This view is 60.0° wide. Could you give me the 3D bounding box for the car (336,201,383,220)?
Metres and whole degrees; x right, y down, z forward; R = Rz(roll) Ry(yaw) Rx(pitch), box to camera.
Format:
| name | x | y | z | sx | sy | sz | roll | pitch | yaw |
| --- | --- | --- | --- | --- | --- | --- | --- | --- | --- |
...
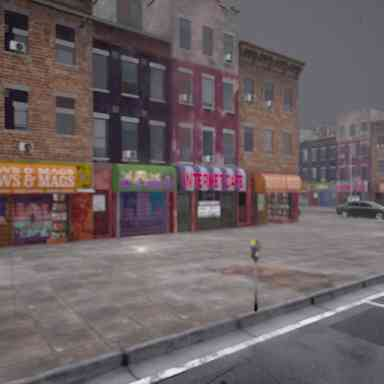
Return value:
| name | x | y | z | sx | sy | sz | roll | pitch | yaw |
| --- | --- | --- | --- | --- | --- | --- | --- | --- | --- |
| car | 14.511 | 1.514 | 27.664 | 1.837 | 1.490 | 4.892 | 0 | 0 | -36 |
